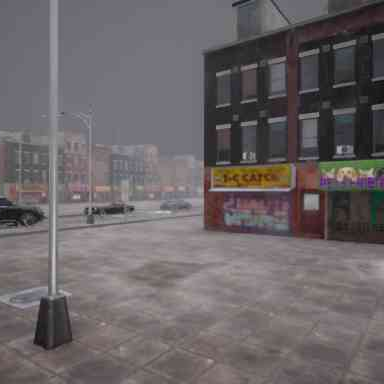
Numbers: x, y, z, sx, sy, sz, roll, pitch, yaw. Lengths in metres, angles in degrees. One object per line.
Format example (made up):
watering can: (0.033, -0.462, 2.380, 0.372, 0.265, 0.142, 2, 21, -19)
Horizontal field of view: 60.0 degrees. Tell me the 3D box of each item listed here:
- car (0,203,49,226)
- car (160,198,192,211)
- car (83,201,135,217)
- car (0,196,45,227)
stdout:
car: (-12.598, 1.515, 23.380, 1.994, 1.385, 4.181, 0, 0, 36)
car: (-1.836, 1.447, 38.609, 1.994, 1.385, 4.181, 0, 0, 35)
car: (-7.556, 1.520, 30.516, 1.895, 1.301, 4.718, 0, 0, 36)
car: (-11.777, 1.190, 19.461, 2.150, 2.045, 5.566, 0, 0, 35)
